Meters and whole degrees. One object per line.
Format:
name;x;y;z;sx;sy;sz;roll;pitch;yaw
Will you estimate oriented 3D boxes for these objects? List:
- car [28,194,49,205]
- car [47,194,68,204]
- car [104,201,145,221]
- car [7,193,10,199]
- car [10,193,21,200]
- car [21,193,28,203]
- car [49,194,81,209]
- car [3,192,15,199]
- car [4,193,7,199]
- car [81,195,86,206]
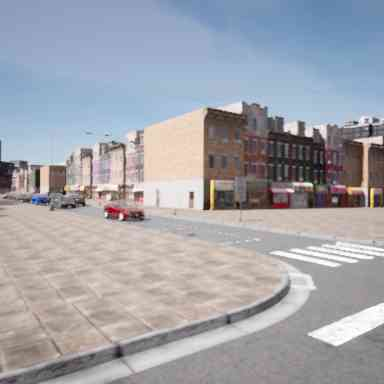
car;-21.055;1.012;46.493;1.882;1.535;5.008;1;0;-35
car;-20.867;1.033;51.443;1.837;1.490;4.892;1;0;-35
car;-5.028;1.332;24.526;1.887;1.381;4.507;1;0;-35
car;-36.779;0.889;69.357;1.887;1.381;4.507;1;0;-35
car;-33.604;0.930;64.874;2.008;1.369;4.403;1;0;-35
car;-25.108;1.006;52.201;1.812;1.442;4.674;1;0;-35
car;-14.553;1.194;37.975;1.947;1.339;4.313;1;0;-35
car;-43.032;0.809;78.186;1.752;1.417;4.829;1;0;-35
car;-39.955;0.857;73.841;1.887;1.381;4.507;1;0;-35
car;-15.455;1.109;43.891;1.837;1.490;4.892;1;0;-35
